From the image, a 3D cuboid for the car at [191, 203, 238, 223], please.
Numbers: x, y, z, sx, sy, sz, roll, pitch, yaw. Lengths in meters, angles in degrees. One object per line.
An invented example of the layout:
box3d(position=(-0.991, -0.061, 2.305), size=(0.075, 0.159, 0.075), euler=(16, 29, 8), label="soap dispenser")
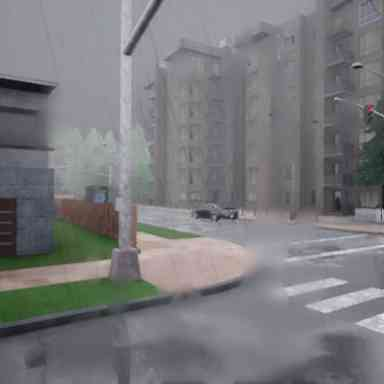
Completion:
box3d(position=(1.746, 1.624, 27.030), size=(2.128, 1.511, 4.902), euler=(1, -1, -30), label="car")
